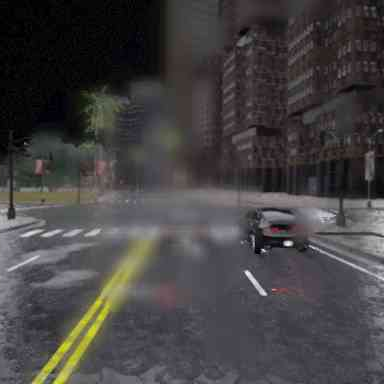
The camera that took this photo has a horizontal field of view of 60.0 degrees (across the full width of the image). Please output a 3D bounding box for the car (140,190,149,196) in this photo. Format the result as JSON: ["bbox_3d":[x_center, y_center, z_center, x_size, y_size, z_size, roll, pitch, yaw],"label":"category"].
[{"bbox_3d":[-10.644,0.195,73.796,2.033,1.411,5.357,0,1,-11],"label":"car"}]

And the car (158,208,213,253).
[{"bbox_3d":[-0.262,1.354,12.904,2.128,1.511,4.902,0,1,-2],"label":"car"}]

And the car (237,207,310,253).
[{"bbox_3d":[2.987,1.366,12.993,1.837,1.490,4.892,0,1,-2],"label":"car"}]
